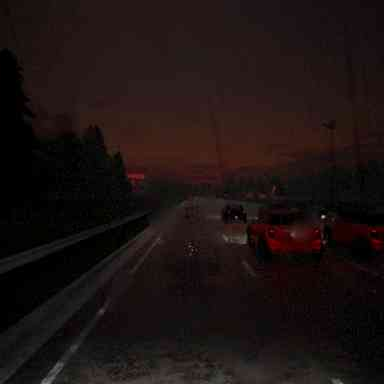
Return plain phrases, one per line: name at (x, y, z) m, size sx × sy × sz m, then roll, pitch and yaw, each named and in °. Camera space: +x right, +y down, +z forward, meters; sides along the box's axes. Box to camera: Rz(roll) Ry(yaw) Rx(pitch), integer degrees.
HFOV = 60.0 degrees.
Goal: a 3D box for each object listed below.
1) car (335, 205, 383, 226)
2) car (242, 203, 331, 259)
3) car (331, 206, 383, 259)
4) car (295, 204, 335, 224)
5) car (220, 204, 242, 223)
car at (14.004, 1.835, 27.506) m, size 2.033 × 1.411 × 5.357 m, roll 0°, pitch -1°, yaw 0°
car at (3.515, 1.492, 13.414) m, size 2.097 × 1.767 × 4.553 m, roll 0°, pitch -1°, yaw 0°
car at (7.015, 1.492, 13.415) m, size 2.097 × 1.767 × 4.553 m, roll 0°, pitch -1°, yaw 0°
car at (10.517, 1.826, 28.886) m, size 1.812 × 1.442 × 4.674 m, roll 0°, pitch 0°, yaw 0°
car at (3.513, 1.790, 28.490) m, size 2.128 × 1.511 × 4.902 m, roll 0°, pitch 0°, yaw 0°
